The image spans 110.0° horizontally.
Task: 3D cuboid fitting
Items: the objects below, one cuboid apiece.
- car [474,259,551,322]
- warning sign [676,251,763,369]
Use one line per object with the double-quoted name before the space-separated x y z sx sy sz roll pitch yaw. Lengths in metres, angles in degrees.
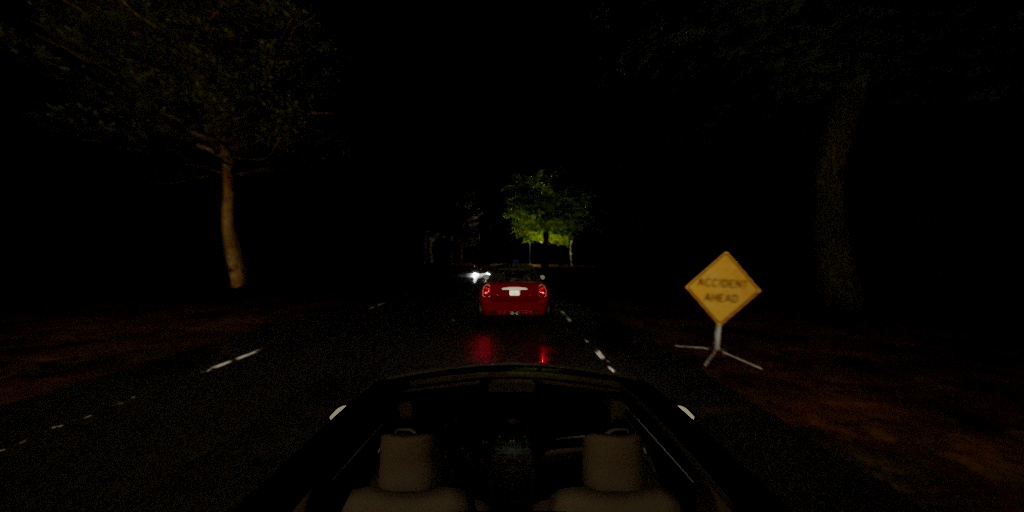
"car" 0.080 1.048 12.160 2.097 1.767 4.553 0 0 0
"warning sign" 3.549 0.835 6.252 1.300 1.860 1.060 0 0 0
